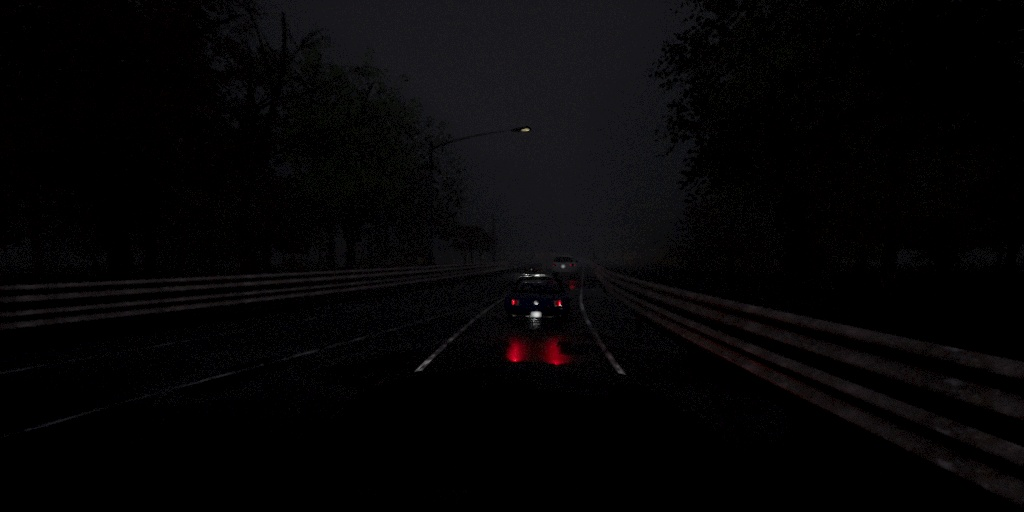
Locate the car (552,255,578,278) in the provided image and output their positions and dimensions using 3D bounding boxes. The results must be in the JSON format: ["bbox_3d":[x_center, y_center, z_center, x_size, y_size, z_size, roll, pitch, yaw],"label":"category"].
[{"bbox_3d":[5.035,0.967,34.202,2.150,2.045,5.566,1,0,11],"label":"car"}]

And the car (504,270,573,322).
[{"bbox_3d":[0.974,1.353,12.326,1.895,1.301,4.718,0,0,7],"label":"car"}]

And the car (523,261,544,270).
[{"bbox_3d":[2.458,1.273,40.135,1.994,1.385,4.181,1,0,11],"label":"car"}]
